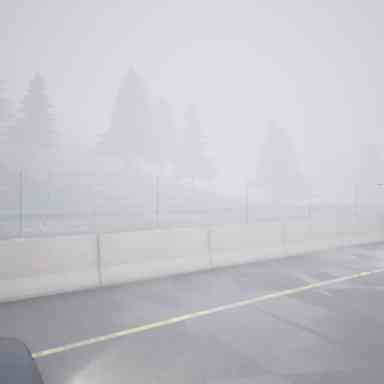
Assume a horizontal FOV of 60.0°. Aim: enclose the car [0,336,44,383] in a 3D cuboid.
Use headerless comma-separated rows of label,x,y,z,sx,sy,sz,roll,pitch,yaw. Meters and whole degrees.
car,-3.441,1.524,1.377,5.357,1.411,2.033,0,0,-35
